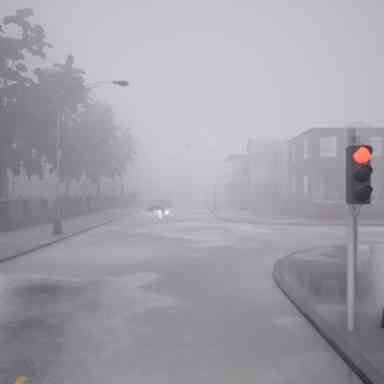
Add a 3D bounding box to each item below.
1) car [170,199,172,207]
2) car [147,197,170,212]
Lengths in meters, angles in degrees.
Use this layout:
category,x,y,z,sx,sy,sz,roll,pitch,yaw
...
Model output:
category,x,y,z,sx,sy,sz,roll,pitch,yaw
car,-4.030,1.509,49.339,2.128,1.511,4.902,0,0,0
car,-4.057,1.561,39.000,2.033,1.411,5.357,0,0,0
